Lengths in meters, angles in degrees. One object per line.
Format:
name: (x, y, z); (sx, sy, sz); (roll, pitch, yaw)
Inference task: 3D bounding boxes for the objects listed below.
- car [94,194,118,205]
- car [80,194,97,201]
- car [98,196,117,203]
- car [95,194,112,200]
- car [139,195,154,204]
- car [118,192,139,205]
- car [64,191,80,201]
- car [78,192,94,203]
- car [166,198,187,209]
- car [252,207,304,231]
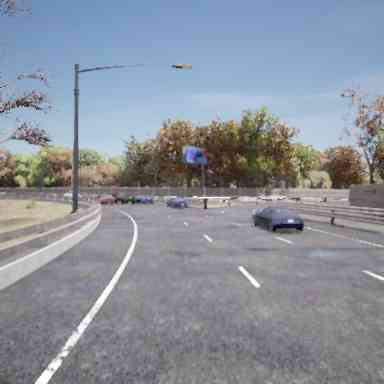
car: (-14.326, 1.362, 55.063); (1.812, 1.442, 4.674); (1, 0, -30)
car: (-22.673, 1.115, 72.962); (1.994, 1.385, 4.181); (1, 0, -43)
car: (-16.599, 1.408, 65.085); (1.895, 1.301, 4.718); (1, 0, -37)
car: (-19.997, 1.111, 75.218); (1.812, 1.442, 4.674); (1, 0, -43)
car: (-8.507, 1.241, 58.973); (2.097, 1.767, 4.553); (1, 0, -30)
car: (-11.509, 1.083, 57.201); (2.150, 2.045, 5.566); (1, 0, -30)
car: (-25.367, 0.764, 70.728); (2.150, 2.045, 5.566); (1, 0, -43)
car: (-19.212, 1.264, 62.700); (1.882, 1.535, 5.008); (1, 0, -37)
car: (-2.099, 1.493, 45.868); (1.812, 1.442, 4.674); (1, 0, -23)
car: (5.264, 1.607, 20.834); (1.994, 1.385, 4.181); (1, 0, -10)
